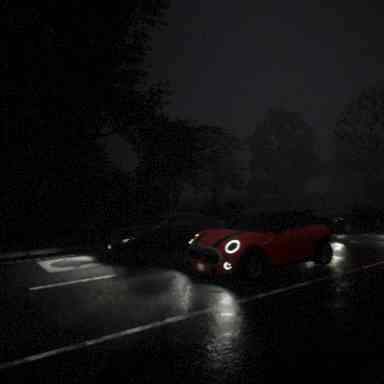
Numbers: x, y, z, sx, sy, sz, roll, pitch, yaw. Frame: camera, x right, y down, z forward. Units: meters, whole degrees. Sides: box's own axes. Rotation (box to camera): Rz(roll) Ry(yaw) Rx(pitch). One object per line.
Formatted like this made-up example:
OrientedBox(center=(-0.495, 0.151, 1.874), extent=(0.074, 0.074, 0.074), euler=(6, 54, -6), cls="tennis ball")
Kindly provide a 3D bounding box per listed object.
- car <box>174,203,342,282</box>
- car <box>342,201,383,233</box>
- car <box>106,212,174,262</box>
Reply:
OrientedBox(center=(2.050, 1.289, 9.727), extent=(4.553, 1.767, 2.097), euler=(-1, 0, -35), cls="car")
OrientedBox(center=(8.866, 1.317, 18.851), extent=(5.008, 1.535, 1.882), euler=(-1, 0, -35), cls="car")
OrientedBox(center=(-0.744, 1.471, 12.038), extent=(4.674, 1.442, 1.812), euler=(-1, 0, -35), cls="car")
